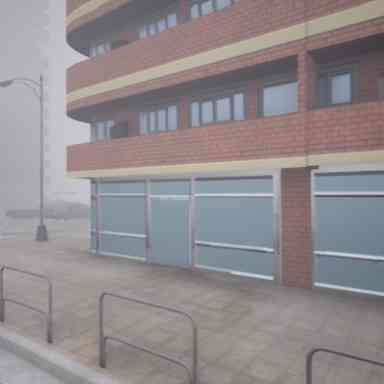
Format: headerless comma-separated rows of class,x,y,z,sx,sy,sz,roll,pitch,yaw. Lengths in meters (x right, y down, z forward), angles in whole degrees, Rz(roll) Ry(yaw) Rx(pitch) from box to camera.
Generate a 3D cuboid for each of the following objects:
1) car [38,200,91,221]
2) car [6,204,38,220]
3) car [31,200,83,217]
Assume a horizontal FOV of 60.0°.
car,-10.028,1.690,28.808,2.033,1.411,5.357,0,0,36
car,-13.891,1.764,29.752,1.895,1.301,4.718,0,0,36
car,-14.175,1.688,35.288,1.837,1.490,4.892,0,0,36
